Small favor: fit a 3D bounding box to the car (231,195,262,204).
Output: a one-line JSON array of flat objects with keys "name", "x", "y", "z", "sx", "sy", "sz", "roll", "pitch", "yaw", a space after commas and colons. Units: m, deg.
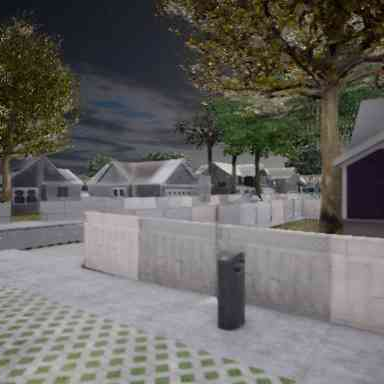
[{"name": "car", "x": 6.254, "y": 1.156, "z": 37.919, "sx": 2.097, "sy": 1.767, "sz": 4.553, "roll": 0, "pitch": 0, "yaw": 36}]
